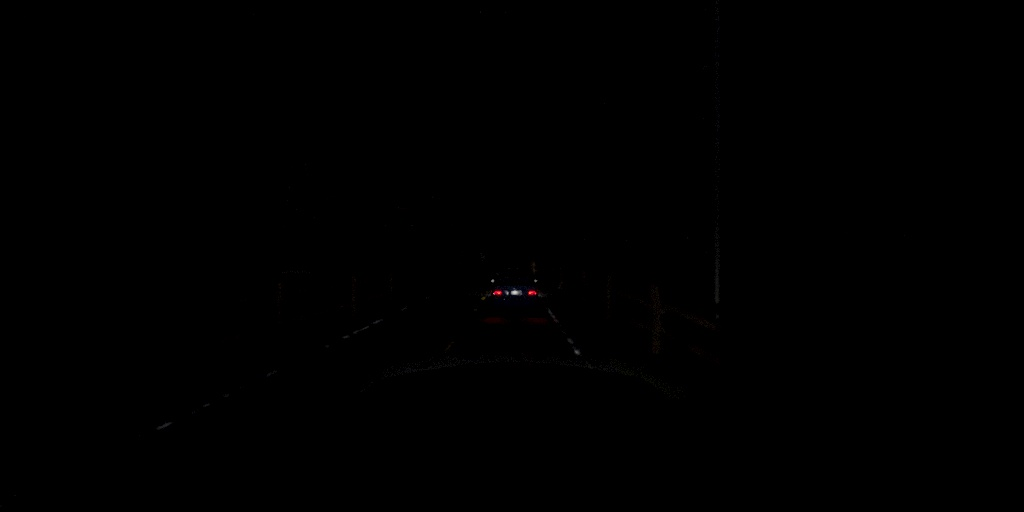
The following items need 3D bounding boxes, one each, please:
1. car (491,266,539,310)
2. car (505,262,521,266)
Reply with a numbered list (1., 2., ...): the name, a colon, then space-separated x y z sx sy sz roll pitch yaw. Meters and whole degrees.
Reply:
1. car: 0.098 1.328 14.901 2.033 1.411 5.357 0 0 0
2. car: 0.100 1.339 35.771 1.837 1.490 4.892 0 0 0
